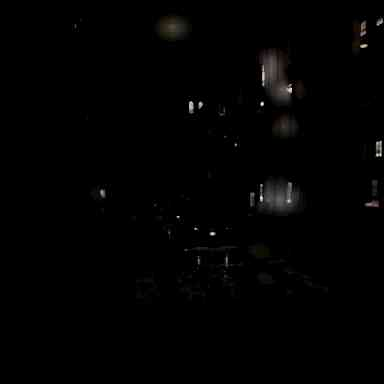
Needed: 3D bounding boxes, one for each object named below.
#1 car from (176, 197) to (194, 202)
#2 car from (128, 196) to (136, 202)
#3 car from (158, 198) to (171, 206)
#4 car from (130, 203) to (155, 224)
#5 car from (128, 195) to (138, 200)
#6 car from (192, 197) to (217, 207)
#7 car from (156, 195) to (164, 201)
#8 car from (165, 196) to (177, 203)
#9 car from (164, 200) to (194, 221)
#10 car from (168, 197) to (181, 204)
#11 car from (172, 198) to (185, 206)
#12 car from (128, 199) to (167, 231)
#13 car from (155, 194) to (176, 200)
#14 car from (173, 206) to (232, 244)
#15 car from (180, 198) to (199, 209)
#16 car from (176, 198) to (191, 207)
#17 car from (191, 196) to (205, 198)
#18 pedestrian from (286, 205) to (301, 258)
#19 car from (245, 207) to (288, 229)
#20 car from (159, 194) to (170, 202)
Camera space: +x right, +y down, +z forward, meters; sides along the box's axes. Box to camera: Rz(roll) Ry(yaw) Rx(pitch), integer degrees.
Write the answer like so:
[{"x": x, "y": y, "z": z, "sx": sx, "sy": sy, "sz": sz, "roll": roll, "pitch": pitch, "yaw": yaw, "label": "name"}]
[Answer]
[{"x": -1.202, "y": 1.604, "z": 40.494, "sx": 1.812, "sy": 1.442, "sz": 4.674, "roll": 0, "pitch": 0, "yaw": -11, "label": "car"}, {"x": -15.475, "y": 1.671, "z": 85.764, "sx": 1.752, "sy": 1.417, "sz": 4.829, "roll": -1, "pitch": 0, "yaw": -11, "label": "car"}, {"x": -5.030, "y": 1.713, "z": 60.244, "sx": 1.895, "sy": 1.301, "sz": 4.718, "roll": 0, "pitch": 0, "yaw": -11, "label": "car"}, {"x": -3.943, "y": 1.628, "z": 25.997, "sx": 1.802, "sy": 1.307, "sz": 4.206, "roll": -1, "pitch": 0, "yaw": -11, "label": "car"}, {"x": -10.252, "y": 1.542, "z": 58.688, "sx": 1.967, "sy": 1.590, "sz": 4.097, "roll": -1, "pitch": 0, "yaw": -11, "label": "car"}, {"x": 1.688, "y": 1.644, "z": 38.408, "sx": 1.947, "sy": 1.339, "sz": 4.313, "roll": -1, "pitch": 0, "yaw": -11, "label": "car"}, {"x": -8.857, "y": 1.693, "z": 93.060, "sx": 1.752, "sy": 1.417, "sz": 4.829, "roll": -1, "pitch": 0, "yaw": -11, "label": "car"}, {"x": -4.619, "y": 1.684, "z": 71.099, "sx": 2.008, "sy": 1.369, "sz": 4.403, "roll": -1, "pitch": 0, "yaw": -11, "label": "car"}, {"x": -1.391, "y": 1.613, "z": 25.813, "sx": 1.994, "sy": 1.385, "sz": 4.181, "roll": 0, "pitch": 0, "yaw": -11, "label": "car"}, {"x": -3.568, "y": 1.690, "z": 65.650, "sx": 1.947, "sy": 1.339, "sz": 4.313, "roll": -1, "pitch": 0, "yaw": -11, "label": "car"}, {"x": -2.517, "y": 1.698, "z": 60.202, "sx": 1.802, "sy": 1.307, "sz": 4.206, "roll": -1, "pitch": 0, "yaw": -11, "label": "car"}, {"x": -2.893, "y": 1.476, "z": 20.548, "sx": 1.967, "sy": 1.590, "sz": 4.097, "roll": -1, "pitch": 0, "yaw": -11, "label": "car"}, {"x": -3.290, "y": 1.418, "z": 35.729, "sx": 2.097, "sy": 1.767, "sz": 4.553, "roll": 0, "pitch": 0, "yaw": -11, "label": "car"}, {"x": 0.494, "y": 1.595, "z": 16.051, "sx": 1.994, "sy": 1.385, "sz": 4.181, "roll": 0, "pitch": 0, "yaw": -11, "label": "car"}, {"x": -0.414, "y": 1.648, "z": 49.305, "sx": 2.008, "sy": 1.369, "sz": 4.403, "roll": -1, "pitch": 0, "yaw": -11, "label": "car"}, {"x": -1.465, "y": 1.689, "z": 54.753, "sx": 1.802, "sy": 1.307, "sz": 4.206, "roll": -1, "pitch": 0, "yaw": -11, "label": "car"}, {"x": 0.634, "y": 1.403, "z": 43.856, "sx": 2.192, "sy": 1.841, "sz": 5.009, "roll": -1, "pitch": 0, "yaw": -11, "label": "car"}, {"x": 3.443, "y": 1.319, "z": 11.311, "sx": 0.375, "sy": 1.860, "sz": 0.375, "roll": -1, "pitch": 1, "yaw": -11, "label": "pedestrian"}, {"x": 4.846, "y": 1.631, "z": 22.064, "sx": 1.802, "sy": 1.307, "sz": 4.206, "roll": -1, "pitch": 0, "yaw": -11, "label": "car"}, {"x": -6.724, "y": 1.465, "z": 81.996, "sx": 2.192, "sy": 1.841, "sz": 5.009, "roll": -1, "pitch": 0, "yaw": -11, "label": "car"}]
